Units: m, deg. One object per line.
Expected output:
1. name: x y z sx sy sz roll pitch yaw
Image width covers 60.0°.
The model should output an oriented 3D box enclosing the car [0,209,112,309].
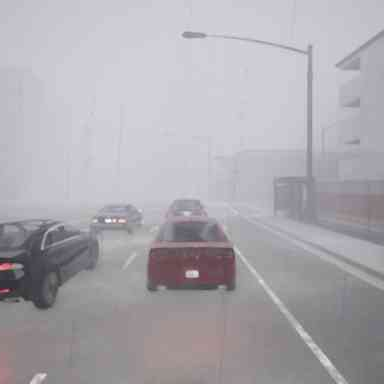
1. car: -3.524 1.377 7.570 2.128 1.511 4.902 0 1 -1

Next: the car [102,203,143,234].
1. car: -3.779 1.287 17.309 2.033 1.411 5.357 0 1 -1

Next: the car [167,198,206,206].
1. car: -0.294 1.080 17.983 2.097 1.767 4.553 0 1 -1

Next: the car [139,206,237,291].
1. car: -0.037 1.345 8.693 1.882 1.535 5.008 0 1 -1
